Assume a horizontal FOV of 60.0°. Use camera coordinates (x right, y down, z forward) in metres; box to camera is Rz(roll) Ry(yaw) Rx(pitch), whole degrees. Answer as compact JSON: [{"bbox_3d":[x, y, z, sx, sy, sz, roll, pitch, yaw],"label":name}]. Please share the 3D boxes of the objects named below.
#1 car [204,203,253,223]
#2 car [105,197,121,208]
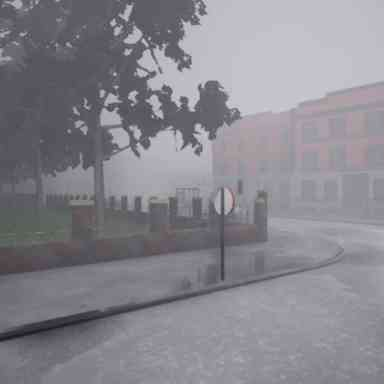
[{"bbox_3d":[2.745,1.492,24.699,1.812,1.442,4.674,0,0,-36],"label":"car"},{"bbox_3d":[-10.292,1.471,42.986,1.837,1.490,4.892,0,0,-35],"label":"car"}]
